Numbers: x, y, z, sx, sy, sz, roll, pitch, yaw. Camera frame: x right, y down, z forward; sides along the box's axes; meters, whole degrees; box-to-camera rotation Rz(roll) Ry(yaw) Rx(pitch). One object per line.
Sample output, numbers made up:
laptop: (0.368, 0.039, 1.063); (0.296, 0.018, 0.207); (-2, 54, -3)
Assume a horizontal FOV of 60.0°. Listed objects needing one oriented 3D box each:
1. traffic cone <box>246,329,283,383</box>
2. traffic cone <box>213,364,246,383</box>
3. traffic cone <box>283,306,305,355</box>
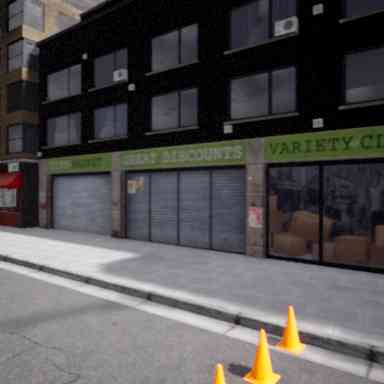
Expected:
traffic cone: (0.836, 1.944, 3.990); (0.340, 0.580, 0.340); (1, 0, 36)
traffic cone: (0.254, 1.942, 3.177); (0.340, 0.580, 0.340); (1, 0, 36)
traffic cone: (1.418, 1.946, 4.803); (0.340, 0.580, 0.340); (1, 0, 36)
